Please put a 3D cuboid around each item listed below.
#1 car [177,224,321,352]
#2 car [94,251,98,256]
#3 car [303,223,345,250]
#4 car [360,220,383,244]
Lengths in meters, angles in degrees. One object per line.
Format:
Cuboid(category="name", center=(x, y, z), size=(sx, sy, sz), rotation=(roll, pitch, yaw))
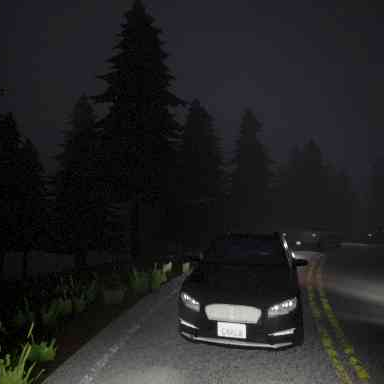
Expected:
Cuboid(category="car", center=(1.138, 1.562, 6.623), size=(2.128, 1.511, 4.902), rotation=(-1, -2, 15))
Cuboid(category="car", center=(-20.222, 13.650, 73.003), size=(4.181, 1.381, 1.994), rotation=(-2, -5, 31))
Cuboid(category="car", center=(6.523, 2.310, 17.729), size=(1.895, 1.301, 4.718), rotation=(-3, -6, 39))
Cuboid(category="car", center=(15.884, 3.227, 26.477), size=(5.566, 2.045, 2.150), rotation=(8, -8, -28))
